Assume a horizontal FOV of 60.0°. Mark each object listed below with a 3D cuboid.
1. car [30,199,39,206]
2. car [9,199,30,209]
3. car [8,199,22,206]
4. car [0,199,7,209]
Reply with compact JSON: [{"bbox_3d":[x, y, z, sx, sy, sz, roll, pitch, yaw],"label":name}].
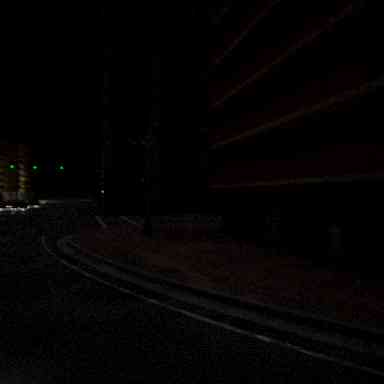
[{"bbox_3d":[-35.084,2.231,73.446,1.882,1.535,5.008,0,-1,-18],"label":"car"},{"bbox_3d":[-30.334,2.121,58.548,1.812,1.442,4.674,0,-1,-17],"label":"car"},{"bbox_3d":[-38.400,2.257,72.324,1.812,1.442,4.674,0,-1,-18],"label":"car"},{"bbox_3d":[-33.663,1.930,57.476,2.097,1.767,4.553,0,-1,-18],"label":"car"}]
